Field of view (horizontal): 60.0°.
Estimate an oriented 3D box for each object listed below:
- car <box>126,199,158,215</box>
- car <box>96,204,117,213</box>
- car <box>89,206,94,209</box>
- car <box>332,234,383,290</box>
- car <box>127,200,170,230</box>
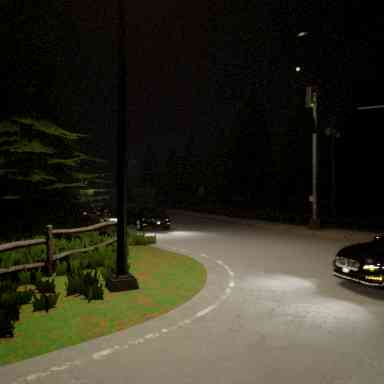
[{"bbox_3d":[-5.387,1.520,35.111,2.033,1.411,5.357,0,0,-24],"label":"car"},{"bbox_3d":[-7.045,1.537,29.761,1.994,1.385,4.181,0,0,-24],"label":"car"},{"bbox_3d":[-11.219,1.499,39.095,1.812,1.442,4.674,0,0,-24],"label":"car"},{"bbox_3d":[5.798,1.495,7.979,4.892,1.490,1.837,0,-2,-13],"label":"car"},{"bbox_3d":[-2.893,1.478,20.716,1.837,1.490,4.892,0,0,-25],"label":"car"}]
